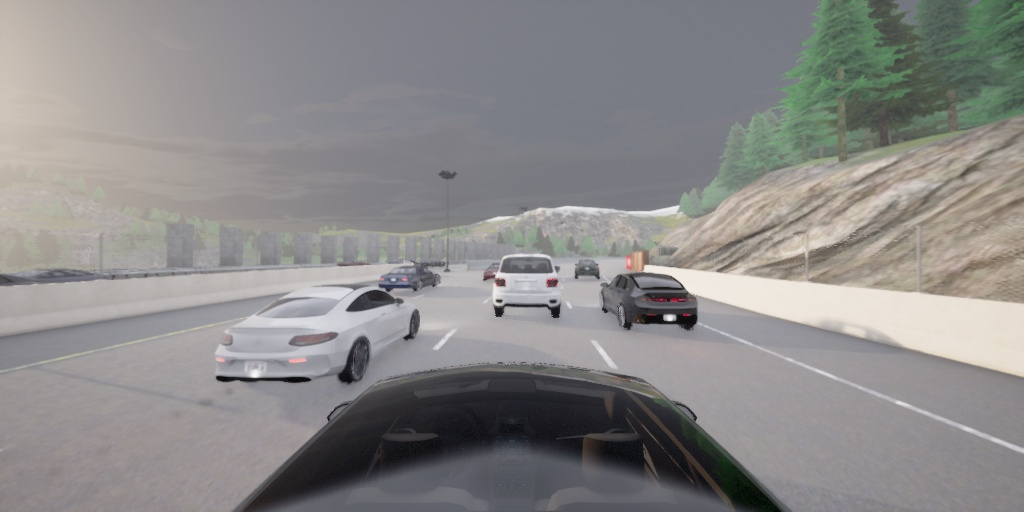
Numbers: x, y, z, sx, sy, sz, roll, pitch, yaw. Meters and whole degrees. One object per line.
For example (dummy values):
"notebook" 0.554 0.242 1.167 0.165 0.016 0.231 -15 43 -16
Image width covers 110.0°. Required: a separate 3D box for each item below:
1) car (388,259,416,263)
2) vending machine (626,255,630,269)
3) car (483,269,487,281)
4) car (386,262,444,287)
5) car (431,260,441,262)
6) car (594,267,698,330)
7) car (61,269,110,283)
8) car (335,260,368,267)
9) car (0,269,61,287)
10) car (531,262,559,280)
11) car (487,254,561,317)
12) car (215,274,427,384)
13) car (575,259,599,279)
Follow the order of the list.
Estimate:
"car" -12.671 1.170 42.930 1.812 1.442 4.674 0 0 13
"vending machine" 17.520 0.891 53.634 1.100 2.100 0.880 0 0 19
"car" -0.979 1.261 29.020 1.994 1.385 4.181 0 0 9
"car" -5.730 1.249 20.670 2.033 1.411 5.357 0 0 7
"car" -12.570 1.220 56.591 1.895 1.301 4.718 0 0 18
"car" 3.986 1.247 11.138 1.837 1.490 4.892 0 0 3
"car" -20.429 1.240 15.619 1.994 1.385 4.181 0 0 5
"car" -21.940 1.212 49.192 1.895 1.301 4.718 0 0 14
"car" -17.267 1.198 10.418 1.837 1.490 4.892 0 0 3
"car" 2.932 1.267 31.023 1.994 1.385 4.181 0 0 10
"car" 0.608 0.952 13.290 2.150 2.045 5.566 0 0 4
"car" -3.235 1.259 6.931 1.812 1.442 4.674 0 0 2
"car" 6.727 1.062 32.288 2.097 1.767 4.553 0 0 11
